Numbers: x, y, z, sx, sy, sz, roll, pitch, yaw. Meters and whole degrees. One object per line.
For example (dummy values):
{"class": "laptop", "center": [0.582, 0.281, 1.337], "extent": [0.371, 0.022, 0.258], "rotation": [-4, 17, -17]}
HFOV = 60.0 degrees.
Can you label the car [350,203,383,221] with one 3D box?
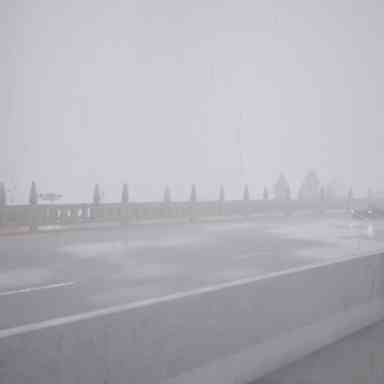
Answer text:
{"class": "car", "center": [15.193, 1.631, 27.747], "extent": [4.718, 1.301, 1.895], "rotation": [0, 0, -36]}
